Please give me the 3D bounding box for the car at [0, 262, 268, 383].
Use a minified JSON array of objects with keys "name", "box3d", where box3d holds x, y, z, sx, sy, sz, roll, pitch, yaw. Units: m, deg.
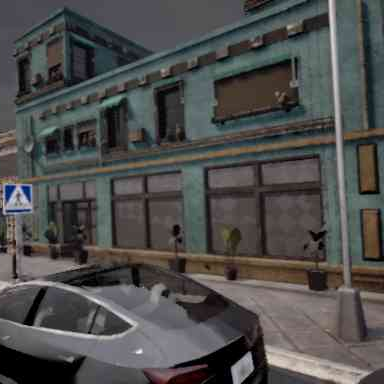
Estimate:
[{"name":"car","box3d":[-1.453,1.694,4.292,4.792,1.488,2.163,-3,-2,36]}]
